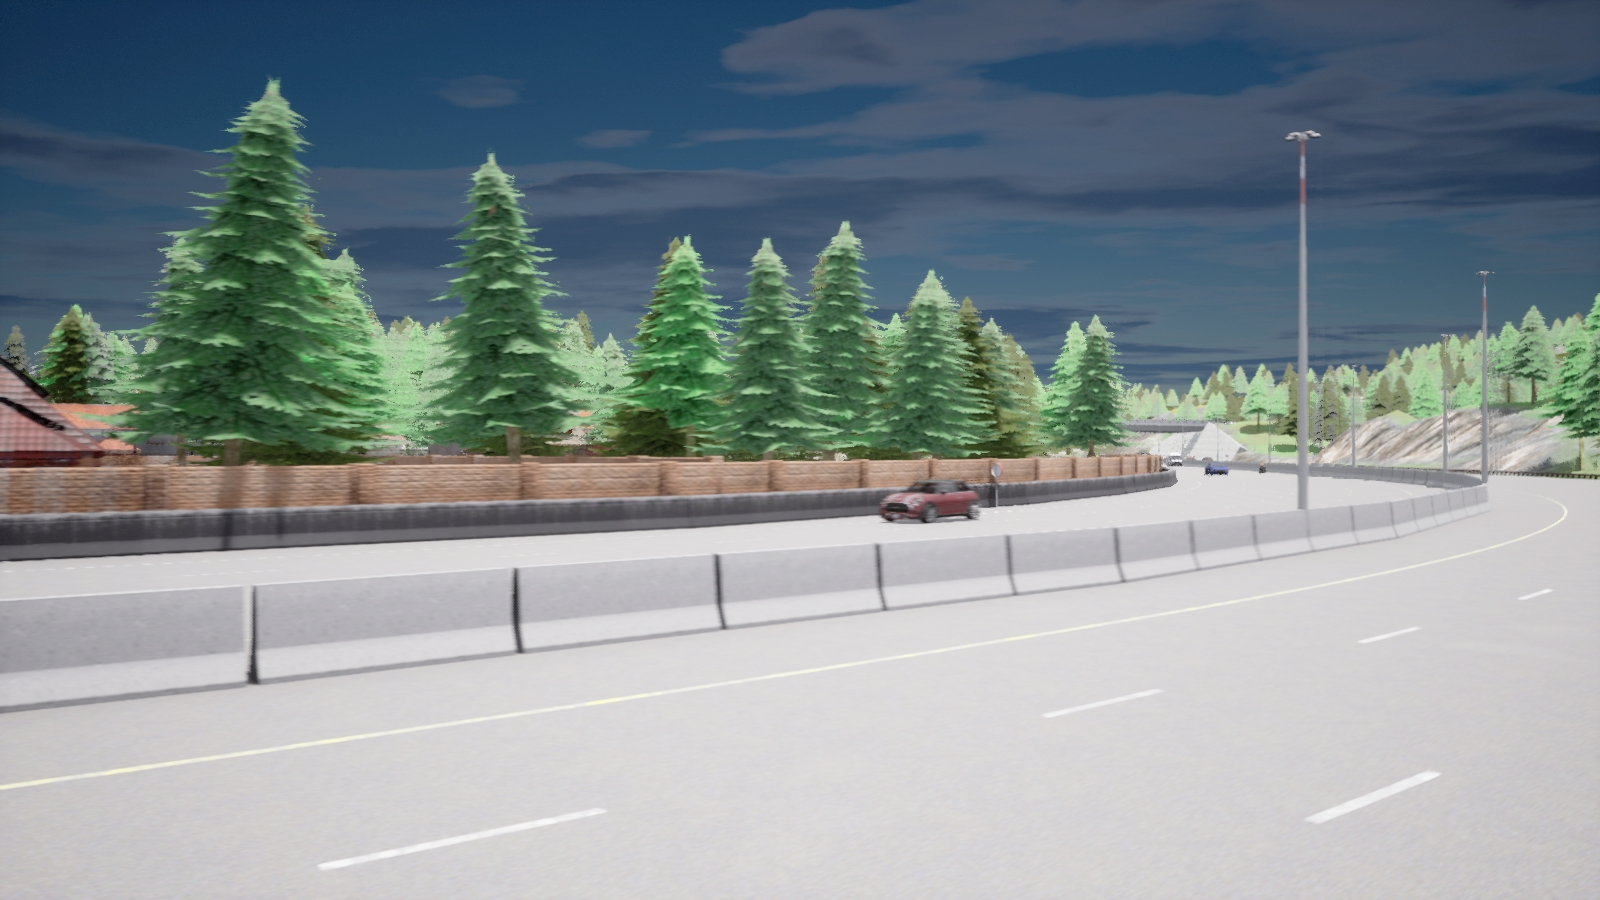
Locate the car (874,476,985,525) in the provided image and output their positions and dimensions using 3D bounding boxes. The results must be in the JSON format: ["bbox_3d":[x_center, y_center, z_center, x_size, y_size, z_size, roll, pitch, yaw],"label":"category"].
[{"bbox_3d":[5.214,1.961,45.596,2.097,1.767,4.553,0,0,43],"label":"car"}]
